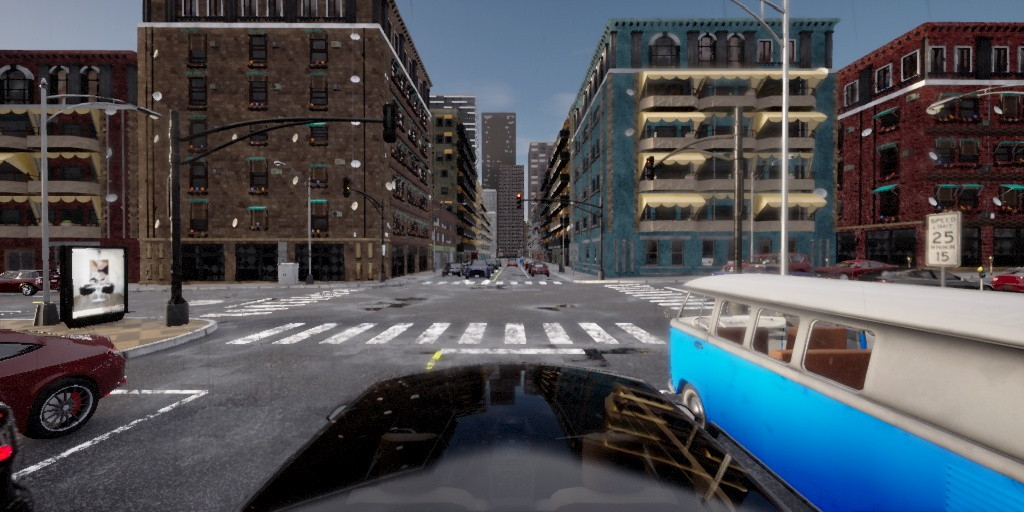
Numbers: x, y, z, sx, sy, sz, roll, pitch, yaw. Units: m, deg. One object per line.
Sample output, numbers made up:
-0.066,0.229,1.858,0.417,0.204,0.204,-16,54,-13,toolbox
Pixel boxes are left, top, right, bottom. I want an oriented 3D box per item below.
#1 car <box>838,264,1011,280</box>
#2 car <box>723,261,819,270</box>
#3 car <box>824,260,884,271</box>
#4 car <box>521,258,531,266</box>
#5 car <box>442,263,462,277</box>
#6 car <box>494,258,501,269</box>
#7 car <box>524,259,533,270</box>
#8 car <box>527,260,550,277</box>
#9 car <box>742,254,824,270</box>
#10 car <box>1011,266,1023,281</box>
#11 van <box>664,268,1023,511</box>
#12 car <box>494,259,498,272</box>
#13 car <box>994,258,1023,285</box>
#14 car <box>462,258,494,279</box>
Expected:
15.808,1.097,13.937,4.313,1.339,1.948,0,0,0,car
13.574,1.119,19.700,4.718,1.301,1.895,-1,0,-1,car
21.366,0.930,22.351,4.507,1.381,1.888,0,0,0,car
2.746,1.305,51.743,1.888,1.381,4.507,0,0,0,car
-5.654,1.318,35.194,1.948,1.339,4.313,0,0,0,car
-3.036,1.112,51.982,2.097,1.767,4.553,0,0,0,car
2.734,1.320,40.696,1.948,1.339,4.313,0,0,0,car
2.727,1.334,35.173,1.802,1.307,4.207,0,0,0,car
15.796,0.781,22.318,5.009,1.841,2.192,0,0,0,car
21.378,1.033,13.971,4.207,1.307,1.802,0,0,0,car
2.690,1.091,2.779,1.690,1.789,3.998,0,0,0,van
-3.053,1.319,41.541,1.994,1.385,4.181,0,0,0,car
30.656,0.819,19.811,5.357,1.411,2.033,-1,0,0,car
-3.005,1.104,32.437,2.097,1.767,4.553,0,0,-1,car
